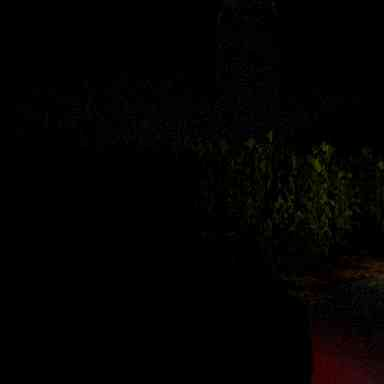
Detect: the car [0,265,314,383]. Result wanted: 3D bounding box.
[{"bbox_3d":[-1.150,1.477,2.778,5.008,1.535,1.882,0,0,-32],"label":"car"}]
